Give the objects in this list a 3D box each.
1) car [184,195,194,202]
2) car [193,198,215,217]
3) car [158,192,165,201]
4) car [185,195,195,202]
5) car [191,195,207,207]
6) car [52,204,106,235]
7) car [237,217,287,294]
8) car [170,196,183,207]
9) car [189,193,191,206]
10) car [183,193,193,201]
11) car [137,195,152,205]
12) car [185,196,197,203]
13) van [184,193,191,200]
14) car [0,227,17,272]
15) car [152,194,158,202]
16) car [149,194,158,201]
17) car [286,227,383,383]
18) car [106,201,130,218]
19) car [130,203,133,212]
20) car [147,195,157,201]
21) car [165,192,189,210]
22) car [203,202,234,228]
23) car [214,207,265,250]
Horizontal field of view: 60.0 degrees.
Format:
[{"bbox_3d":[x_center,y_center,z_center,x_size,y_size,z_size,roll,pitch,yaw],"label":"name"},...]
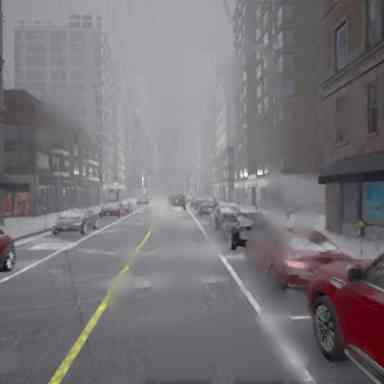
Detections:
[{"bbox_3d":[-0.726,1.398,74.607,1.947,1.339,4.313,-1,0,-3],"label":"car"},{"bbox_3d":[1.433,1.482,30.471,1.947,1.339,4.313,-1,0,-3],"label":"car"},{"bbox_3d":[-6.708,0.958,76.875,2.150,2.045,5.566,-1,0,-3],"label":"car"},{"bbox_3d":[-0.456,1.393,69.090,2.008,1.369,4.403,-1,0,-3],"label":"car"},{"bbox_3d":[1.181,1.396,41.493,1.837,1.490,4.892,-1,0,-3],"label":"car"},{"bbox_3d":[-6.542,1.581,18.998,2.008,1.369,4.403,-1,0,-3],"label":"car"},{"bbox_3d":[2.512,1.536,8.403,1.802,1.307,4.206,-1,0,-3],"label":"car"},{"bbox_3d":[-2.321,1.433,50.742,1.812,1.442,4.674,-1,0,-3],"label":"car"},{"bbox_3d":[0.806,1.232,48.454,2.097,1.767,4.553,-1,0,-3],"label":"car"},{"bbox_3d":[-0.998,1.137,80.124,2.192,1.841,5.009,-1,0,-3],"label":"car"},{"bbox_3d":[-8.431,1.524,57.628,1.947,1.339,4.313,-1,0,-3],"label":"car"},{"bbox_3d":[-0.186,1.404,63.573,2.008,1.369,4.403,-1,0,-3],"label":"car"},{"bbox_3d":[-1.268,1.152,85.641,1.690,1.788,3.998,-1,0,-3],"label":"van"},{"bbox_3d":[-6.004,1.489,7.961,1.967,1.590,4.097,-1,0,-3],"label":"car"},{"bbox_3d":[-9.241,1.508,74.183,1.802,1.307,4.206,-1,0,-3],"label":"car"},{"bbox_3d":[-9.782,1.346,85.220,1.967,1.590,4.097,-1,0,-3],"label":"car"},{"bbox_3d":[2.779,1.278,2.885,2.192,1.841,5.009,-1,0,-3],"label":"car"},{"bbox_3d":[-7.082,1.555,30.036,1.887,1.381,4.507,-1,0,-3],"label":"car"},{"bbox_3d":[-7.351,1.582,35.554,1.802,1.307,4.206,-1,0,-3],"label":"car"},{"bbox_3d":[-9.511,1.482,79.702,1.947,1.339,4.313,-1,0,-3],"label":"car"},{"bbox_3d":[-1.842,1.148,40.854,2.150,2.045,5.566,-1,0,-3],"label":"car"},{"bbox_3d":[1.972,1.486,19.438,2.008,1.369,4.403,-1,0,-3],"label":"car"},{"bbox_3d":[2.242,1.511,13.920,1.947,1.339,4.313,-1,0,-3],"label":"car"}]
